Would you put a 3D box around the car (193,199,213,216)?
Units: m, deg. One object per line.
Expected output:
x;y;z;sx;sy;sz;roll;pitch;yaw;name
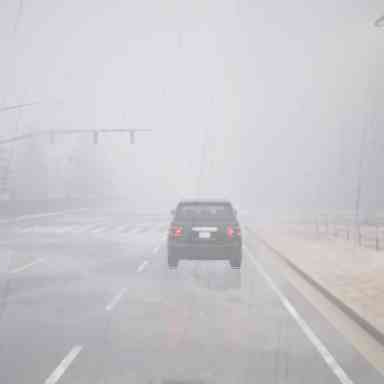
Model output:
1.075;1.514;33.886;1.882;1.535;5.008;0;0;2;car

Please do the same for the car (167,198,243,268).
0.412;1.221;11.402;2.150;2.045;5.566;0;0;2;car
